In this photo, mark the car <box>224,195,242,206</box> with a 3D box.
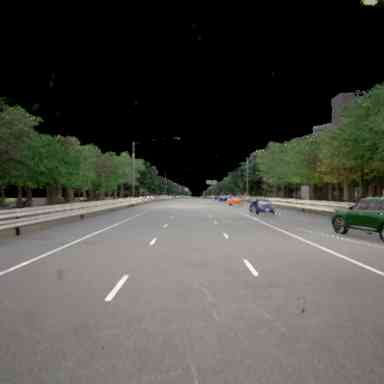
[{"bbox_3d":[6.997,1.357,54.934,2.097,1.767,4.553,0,0,0],"label":"car"}]

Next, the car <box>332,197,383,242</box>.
[{"bbox_3d":[9.137,1.236,15.985,2.150,2.045,5.566,0,0,-11],"label":"car"}]

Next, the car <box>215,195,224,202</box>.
[{"bbox_3d":[7.054,1.562,76.452,1.882,1.535,5.008,0,0,0],"label":"car"}]

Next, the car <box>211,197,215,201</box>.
[{"bbox_3d":[7.134,1.732,93.445,1.837,1.490,4.892,0,-1,0],"label":"car"}]

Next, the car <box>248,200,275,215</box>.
[{"bbox_3d":[7.119,1.531,34.056,1.812,1.442,4.674,0,0,-2],"label":"car"}]
